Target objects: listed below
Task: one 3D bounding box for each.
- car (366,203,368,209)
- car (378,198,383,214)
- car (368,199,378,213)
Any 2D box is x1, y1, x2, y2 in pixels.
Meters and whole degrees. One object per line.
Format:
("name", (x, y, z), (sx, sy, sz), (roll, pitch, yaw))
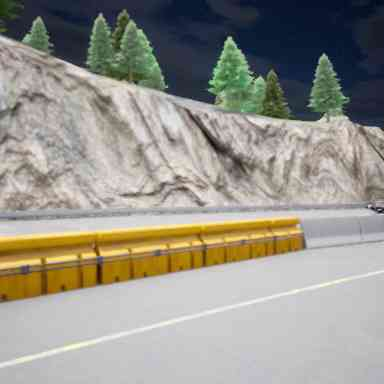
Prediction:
("car", (22.711, 1.478, 39.084), (4.902, 1.511, 2.128), (0, 0, -20))
("car", (20.161, 1.542, 30.610), (5.357, 1.411, 2.033), (0, 0, -23))
("car", (21.617, 1.539, 34.971), (5.357, 1.411, 2.033), (0, 0, -21))
